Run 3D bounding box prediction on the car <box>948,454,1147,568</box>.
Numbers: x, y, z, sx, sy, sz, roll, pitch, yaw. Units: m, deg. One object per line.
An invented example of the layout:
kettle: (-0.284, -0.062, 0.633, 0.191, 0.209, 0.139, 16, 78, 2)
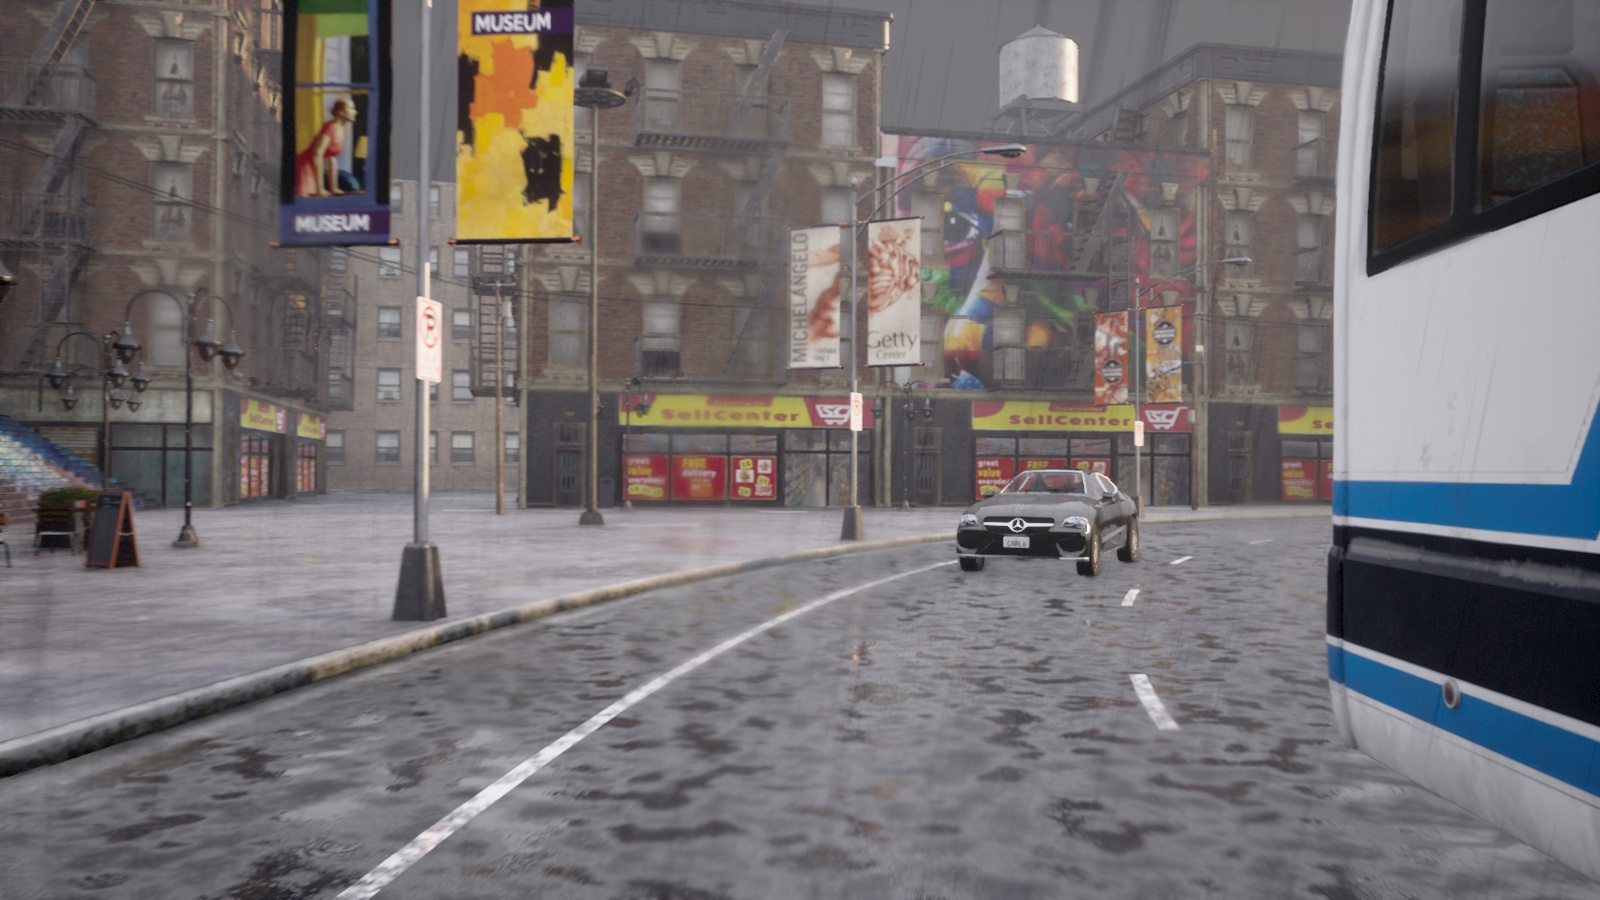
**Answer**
car: (4.289, 0.933, 21.030, 2.152, 1.651, 5.027, -1, -1, 25)
